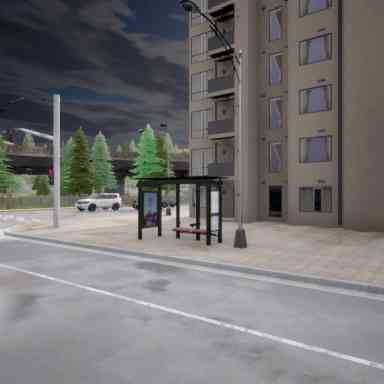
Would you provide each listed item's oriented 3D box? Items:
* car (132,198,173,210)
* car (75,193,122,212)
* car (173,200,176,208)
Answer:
[{"bbox_3d":[-4.979,1.436,39.898,2.128,1.511,4.902,0,0,38],"label":"car"},{"bbox_3d":[-10.685,1.166,38.467,2.150,2.045,5.566,0,0,37],"label":"car"},{"bbox_3d":[-4.179,1.492,46.430,2.033,1.411,5.357,0,0,44],"label":"car"}]
